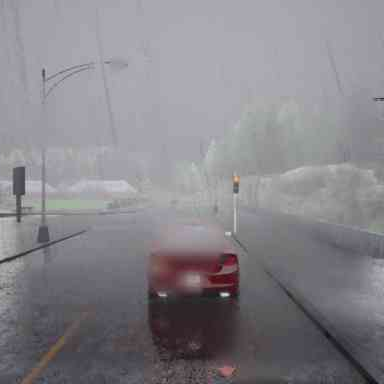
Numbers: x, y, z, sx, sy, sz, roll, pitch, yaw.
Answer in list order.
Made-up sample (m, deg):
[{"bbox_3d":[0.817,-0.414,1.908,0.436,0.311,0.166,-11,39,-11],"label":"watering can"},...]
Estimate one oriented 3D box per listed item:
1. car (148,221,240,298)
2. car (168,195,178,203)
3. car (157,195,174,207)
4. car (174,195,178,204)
[{"bbox_3d":[0.053,1.478,8.591,1.882,1.535,5.008,0,0,0],"label":"car"},{"bbox_3d":[-4.052,1.500,70.905,1.837,1.490,4.892,0,0,0],"label":"car"},{"bbox_3d":[-4.132,1.526,50.822,1.812,1.442,4.674,0,0,0],"label":"car"},{"bbox_3d":[-4.125,1.526,60.740,1.812,1.442,4.674,0,0,1],"label":"car"}]
